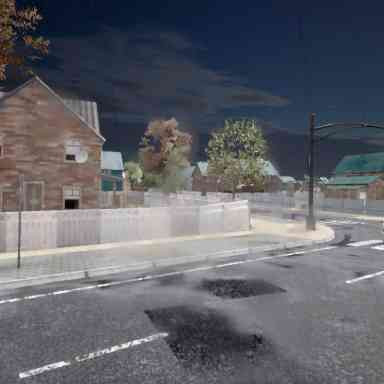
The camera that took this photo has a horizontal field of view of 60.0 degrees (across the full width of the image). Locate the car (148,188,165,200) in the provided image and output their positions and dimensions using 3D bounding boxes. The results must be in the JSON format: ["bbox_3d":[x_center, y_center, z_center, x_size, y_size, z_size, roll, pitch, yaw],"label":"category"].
[{"bbox_3d":[-6.665,0.336,61.598,2.150,2.045,5.566,1,0,-21],"label":"car"}]
